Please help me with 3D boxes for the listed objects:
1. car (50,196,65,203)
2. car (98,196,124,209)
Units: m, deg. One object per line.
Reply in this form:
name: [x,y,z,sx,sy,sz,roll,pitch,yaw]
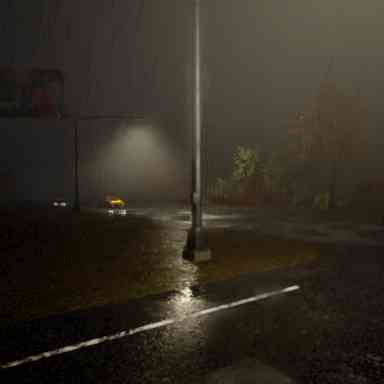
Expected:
car: [-26.129,1.363,64.588,1.895,1.301,4.718,0,0,-36]
car: [-10.433,1.332,42.687,1.882,1.535,5.008,0,0,-36]
